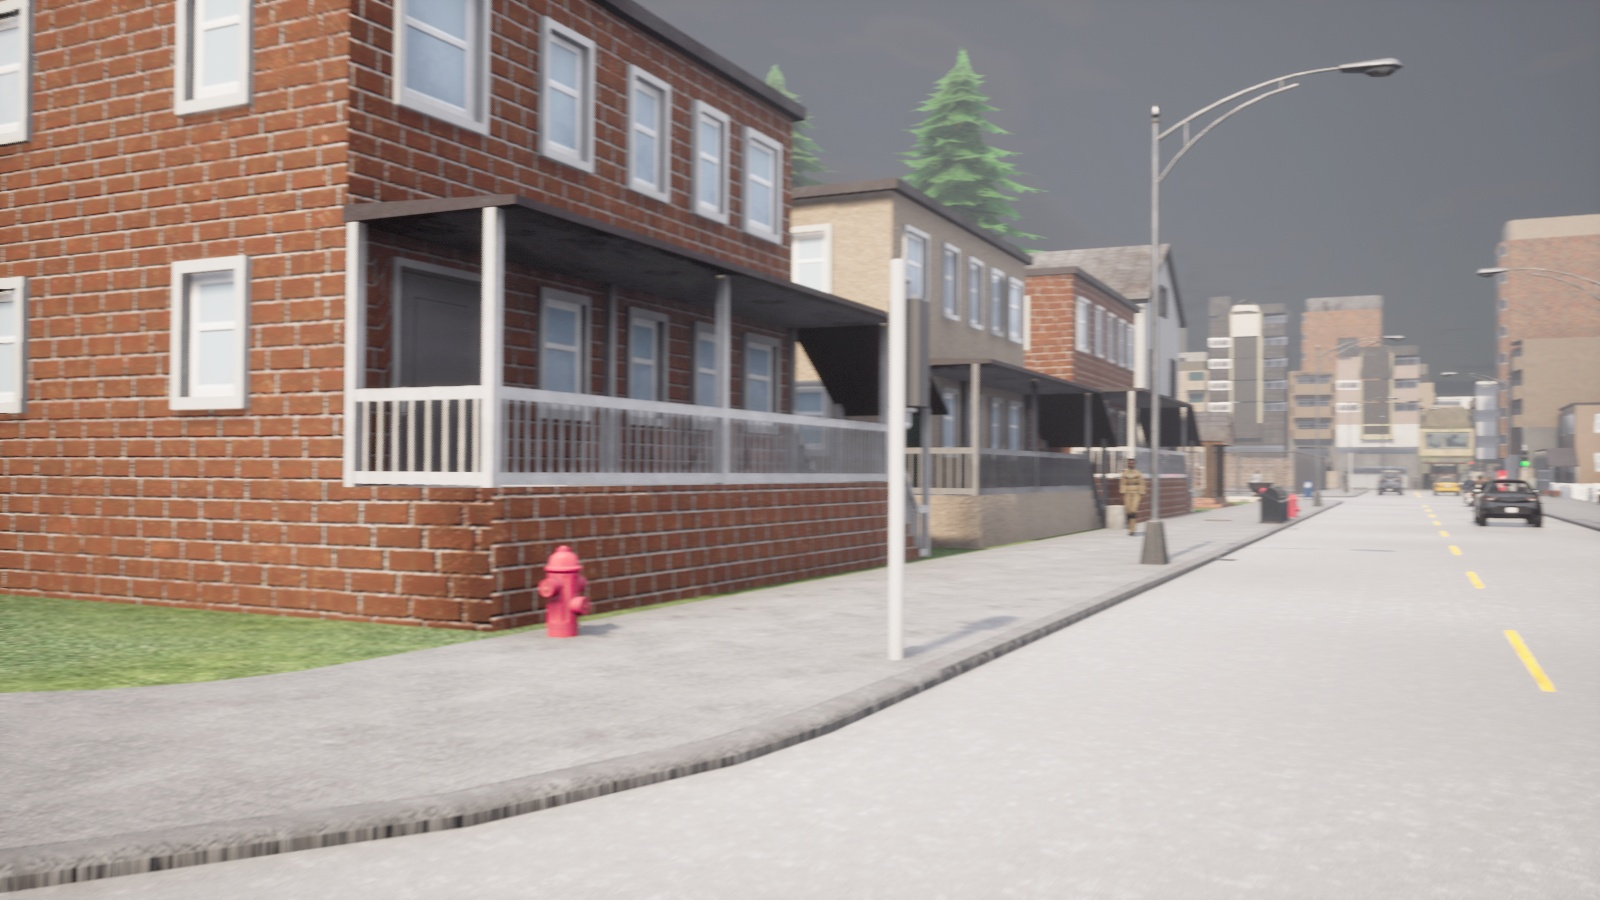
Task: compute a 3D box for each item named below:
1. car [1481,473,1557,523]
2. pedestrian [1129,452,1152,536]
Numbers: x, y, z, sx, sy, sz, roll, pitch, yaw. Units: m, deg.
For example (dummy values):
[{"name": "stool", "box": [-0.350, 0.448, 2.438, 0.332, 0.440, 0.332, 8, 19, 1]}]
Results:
[{"name": "car", "box": [22.766, 1.482, 39.861, 1.816, 1.474, 4.193, -1, -1, 26]}, {"name": "pedestrian", "box": [7.863, 1.008, 29.002, 0.396, 1.930, 0.692, -1, -1, 26]}]
